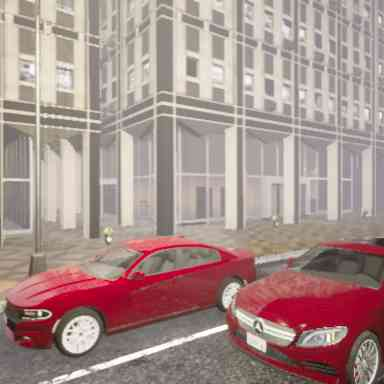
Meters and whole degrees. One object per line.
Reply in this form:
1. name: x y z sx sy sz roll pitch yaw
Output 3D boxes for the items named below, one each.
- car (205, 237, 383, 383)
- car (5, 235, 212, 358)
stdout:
1. car: 2.652 1.500 5.271 4.674 1.442 1.812 0 0 -35
2. car: -0.790 1.532 5.996 4.507 1.381 1.887 0 0 -35
